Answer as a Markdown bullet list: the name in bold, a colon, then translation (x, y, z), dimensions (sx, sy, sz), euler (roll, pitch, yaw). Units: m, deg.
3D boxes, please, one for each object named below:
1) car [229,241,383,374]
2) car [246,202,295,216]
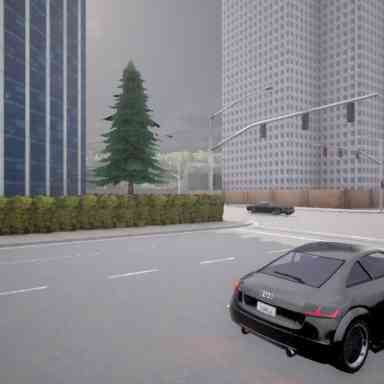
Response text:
- **car**: translation (2.661, 1.564, 5.679), dimensions (4.181, 1.385, 1.994), euler (0, 0, -35)
- **car**: translation (7.510, 1.601, 31.976), dimensions (1.895, 1.301, 4.718), euler (0, 0, -36)
